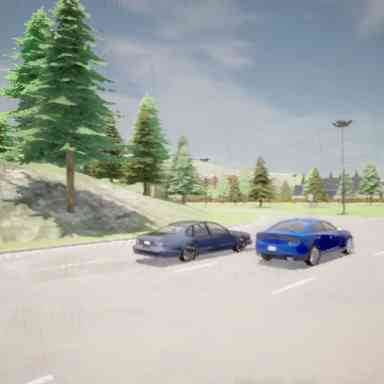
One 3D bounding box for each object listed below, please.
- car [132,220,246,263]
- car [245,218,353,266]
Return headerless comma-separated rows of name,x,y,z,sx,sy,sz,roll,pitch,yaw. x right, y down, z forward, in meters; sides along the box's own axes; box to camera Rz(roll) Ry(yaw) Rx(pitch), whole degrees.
car,0.227,1.856,13.450,5.357,1.411,2.033,1,-2,-44
car,4.406,1.720,12.637,5.008,1.535,1.882,1,-2,-44
